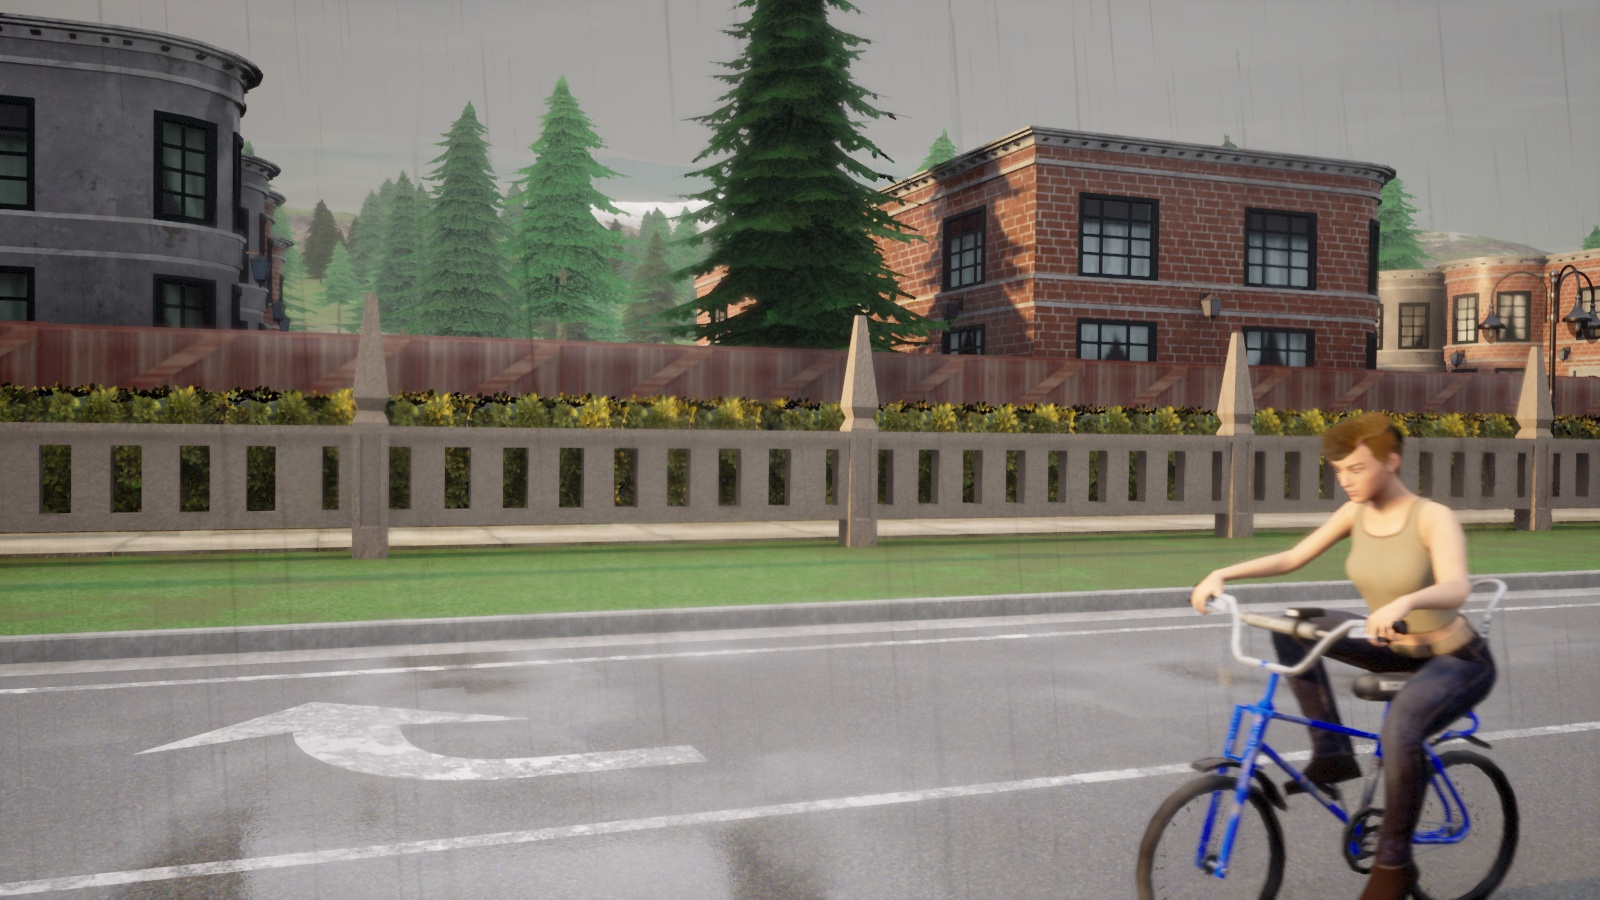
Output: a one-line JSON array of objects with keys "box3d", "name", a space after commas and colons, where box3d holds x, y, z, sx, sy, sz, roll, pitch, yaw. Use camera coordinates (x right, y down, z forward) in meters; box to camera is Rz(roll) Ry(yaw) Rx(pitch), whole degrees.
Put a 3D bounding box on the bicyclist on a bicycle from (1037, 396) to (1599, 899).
[{"box3d": [1.618, 0.655, 3.848, 1.509, 1.612, 0.866, -1, 1, -20], "name": "bicyclist on a bicycle"}]
